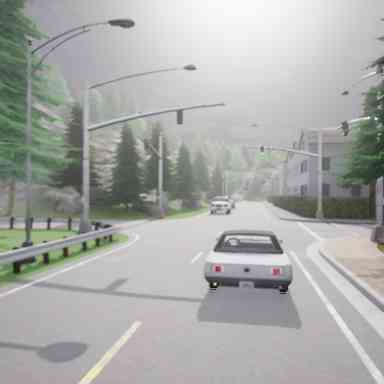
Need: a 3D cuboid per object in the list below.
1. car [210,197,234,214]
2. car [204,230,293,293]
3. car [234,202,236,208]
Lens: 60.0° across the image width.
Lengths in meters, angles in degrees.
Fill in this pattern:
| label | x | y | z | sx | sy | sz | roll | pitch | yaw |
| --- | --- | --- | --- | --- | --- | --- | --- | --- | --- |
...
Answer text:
| label | x | y | z | sx | sy | sz | roll | pitch | yaw |
| --- | --- | --- | --- | --- | --- | --- | --- | --- | --- |
| car | 3.591 | 1.594 | 40.880 | 2.150 | 2.045 | 5.566 | 0 | -1 | 11 |
| car | 1.559 | 1.689 | 9.202 | 1.895 | 1.301 | 4.718 | 0 | 0 | 10 |
| car | 6.104 | 1.995 | 54.504 | 2.128 | 1.511 | 4.902 | 0 | -1 | 11 |
